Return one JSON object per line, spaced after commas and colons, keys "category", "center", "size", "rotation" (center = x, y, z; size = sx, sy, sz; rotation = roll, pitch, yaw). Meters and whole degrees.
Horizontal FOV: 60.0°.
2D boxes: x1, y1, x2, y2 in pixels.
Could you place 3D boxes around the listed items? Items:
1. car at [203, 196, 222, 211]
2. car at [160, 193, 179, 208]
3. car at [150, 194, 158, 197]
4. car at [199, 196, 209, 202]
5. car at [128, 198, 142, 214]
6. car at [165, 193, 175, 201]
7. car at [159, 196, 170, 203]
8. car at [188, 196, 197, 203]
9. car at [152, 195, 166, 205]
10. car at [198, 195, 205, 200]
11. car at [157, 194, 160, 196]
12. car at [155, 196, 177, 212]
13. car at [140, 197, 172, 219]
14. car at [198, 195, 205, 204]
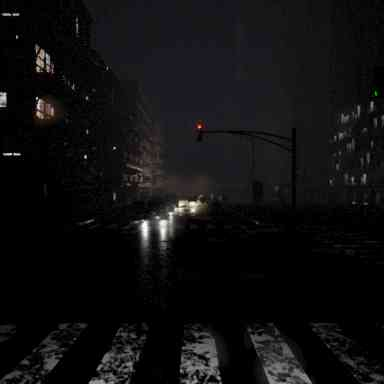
{"category": "car", "center": [2.656, 1.540, 41.090], "size": [1.887, 1.381, 4.507], "rotation": [-1, 0, 0]}
{"category": "car", "center": [-3.078, 1.218, 49.456], "size": [2.150, 2.045, 5.566], "rotation": [0, 0, 0]}
{"category": "car", "center": [-5.693, 1.436, 41.034], "size": [1.967, 1.590, 4.097], "rotation": [-1, 0, 0]}
{"category": "car", "center": [2.665, 1.548, 74.984], "size": [1.887, 1.381, 4.507], "rotation": [-1, 0, 0]}
{"category": "car", "center": [-5.692, 1.540, 35.385], "size": [1.887, 1.381, 4.507], "rotation": [-1, 0, 0]}
{"category": "car", "center": [-5.684, 1.322, 86.226], "size": [2.192, 1.841, 5.009], "rotation": [-1, 0, 0]}
{"category": "car", "center": [-5.684, 1.583, 69.279], "size": [1.802, 1.307, 4.206], "rotation": [-1, 0, 0]}
{"category": "car", "center": [0.120, 1.549, 69.808], "size": [2.033, 1.411, 5.357], "rotation": [0, 0, 0]}
{"category": "car", "center": [-5.689, 1.439, 57.981], "size": [1.967, 1.590, 4.097], "rotation": [-1, 0, 0]}
{"category": "car", "center": [2.668, 1.534, 92.101], "size": [1.752, 1.417, 4.829], "rotation": [-1, 0, 0]}
{"category": "car", "center": [-5.692, 1.312, 52.333], "size": [2.192, 1.841, 5.009], "rotation": [-1, 0, 0]}
{"category": "car", "center": [-3.086, 1.521, 39.109], "size": [1.812, 1.442, 4.674], "rotation": [0, 0, 0]}
{"category": "car", "center": [-3.092, 1.500, 29.354], "size": [1.837, 1.490, 4.892], "rotation": [0, 0, 0]}
{"category": "car", "center": [2.662, 1.551, 63.685], "size": [2.008, 1.369, 4.403], "rotation": [-1, 0, 0]}
